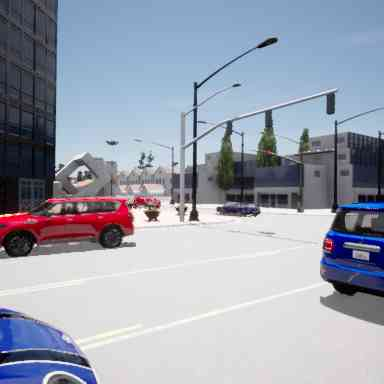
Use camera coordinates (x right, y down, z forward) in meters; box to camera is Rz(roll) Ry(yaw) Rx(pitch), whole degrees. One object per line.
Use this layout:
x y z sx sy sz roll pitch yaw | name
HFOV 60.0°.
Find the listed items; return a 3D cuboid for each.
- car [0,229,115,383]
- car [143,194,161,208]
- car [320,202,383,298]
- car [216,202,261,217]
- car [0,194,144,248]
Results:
-2.777 1.351 1.763 4.553 1.767 2.097 0 0 -35 | car
-6.629 1.306 48.233 2.150 2.045 5.566 1 -1 -35 | car
5.232 1.240 7.526 5.566 2.045 2.150 0 0 -35 | car
4.465 1.693 32.268 1.895 1.301 4.718 1 -1 -35 | car
-5.011 1.230 13.193 5.566 2.045 2.150 0 0 -34 | car
